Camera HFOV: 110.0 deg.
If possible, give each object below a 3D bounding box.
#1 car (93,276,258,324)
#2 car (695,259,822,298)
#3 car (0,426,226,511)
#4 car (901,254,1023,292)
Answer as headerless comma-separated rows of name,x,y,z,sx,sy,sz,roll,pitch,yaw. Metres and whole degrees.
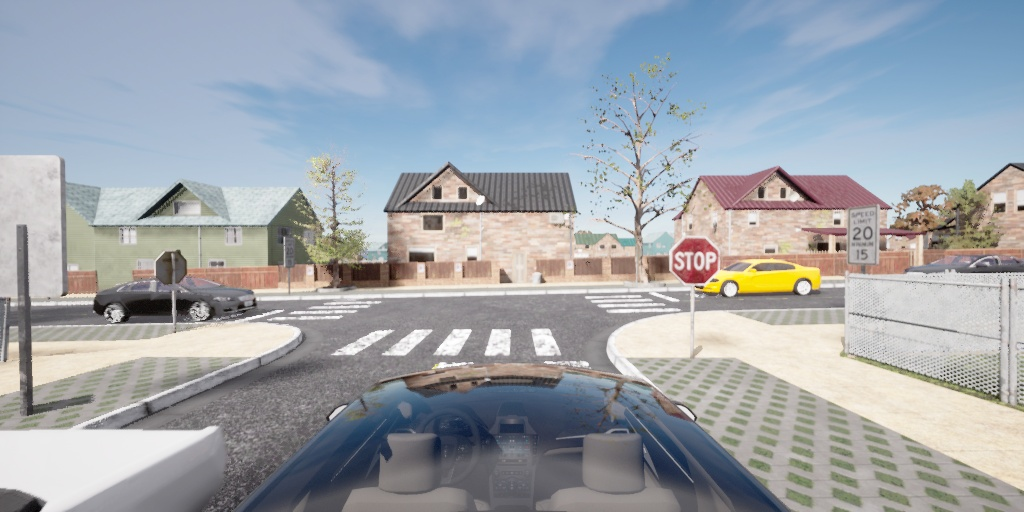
car,-11.888,1.491,12.841,4.902,1.511,2.128,-1,1,0
car,10.526,0.903,15.625,5.008,1.535,1.882,-1,1,-1
car,-2.848,1.352,0.134,1.895,1.301,4.718,0,0,0
car,19.955,0.694,15.606,4.902,1.511,2.128,-1,1,0
